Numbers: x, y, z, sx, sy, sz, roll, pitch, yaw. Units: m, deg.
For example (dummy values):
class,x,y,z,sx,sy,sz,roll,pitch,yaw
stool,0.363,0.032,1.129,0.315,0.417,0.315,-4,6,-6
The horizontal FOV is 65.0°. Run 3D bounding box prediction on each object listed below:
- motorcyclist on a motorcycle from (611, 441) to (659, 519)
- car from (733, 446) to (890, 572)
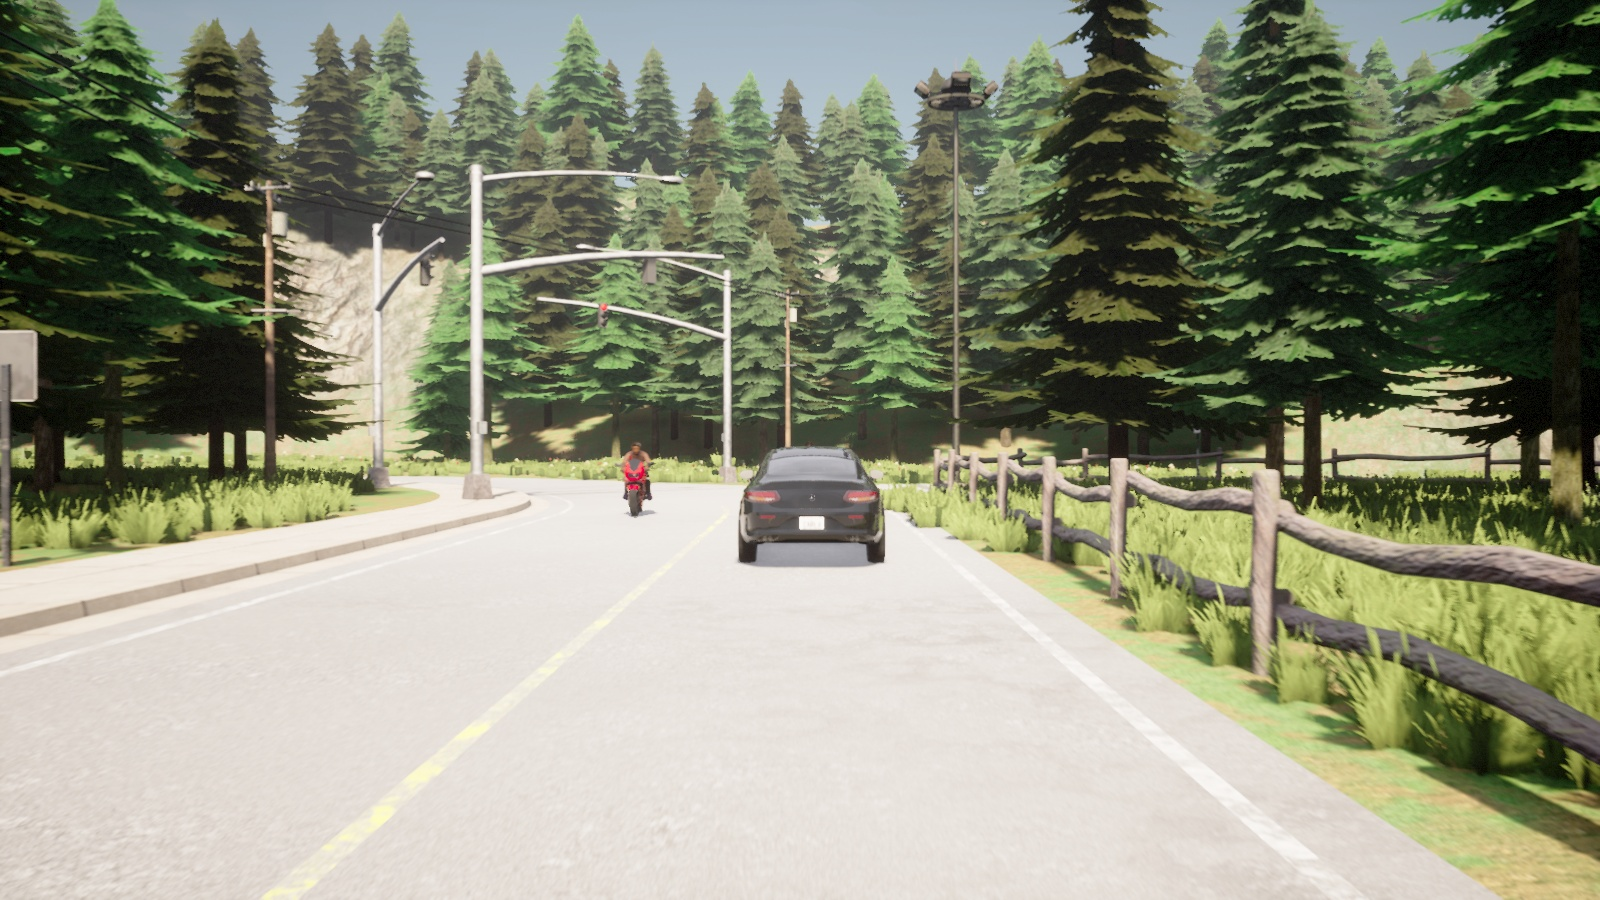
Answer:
class,x,y,z,sx,sy,sz,roll,pitch,yaw
motorcyclist on a motorcycle,-3.322,0.578,25.447,0.797,1.523,2.044,0,0,-3
car,0.155,0.675,16.834,1.812,1.442,4.674,0,0,0
